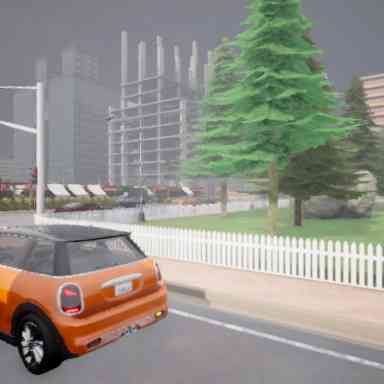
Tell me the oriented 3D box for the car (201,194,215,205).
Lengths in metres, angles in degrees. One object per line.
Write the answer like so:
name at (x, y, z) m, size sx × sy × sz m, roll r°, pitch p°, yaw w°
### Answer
car at (2.534, 1.564, 60.440) m, size 1.994 × 1.385 × 4.181 m, roll 0°, pitch 0°, yaw 34°

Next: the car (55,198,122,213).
car at (-8.174, 1.472, 25.865) m, size 1.882 × 1.535 × 5.008 m, roll 0°, pitch 0°, yaw 35°

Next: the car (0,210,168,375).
car at (-2.664, 1.351, 5.848) m, size 4.553 × 1.767 × 2.097 m, roll 0°, pitch 0°, yaw 36°

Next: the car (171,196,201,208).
car at (-1.113, 1.345, 48.939) m, size 2.097 × 1.767 × 4.553 m, roll 0°, pitch 0°, yaw 34°

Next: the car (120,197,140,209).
car at (-8.957, 1.469, 43.606) m, size 1.882 × 1.535 × 5.008 m, roll 0°, pitch 0°, yaw 34°
